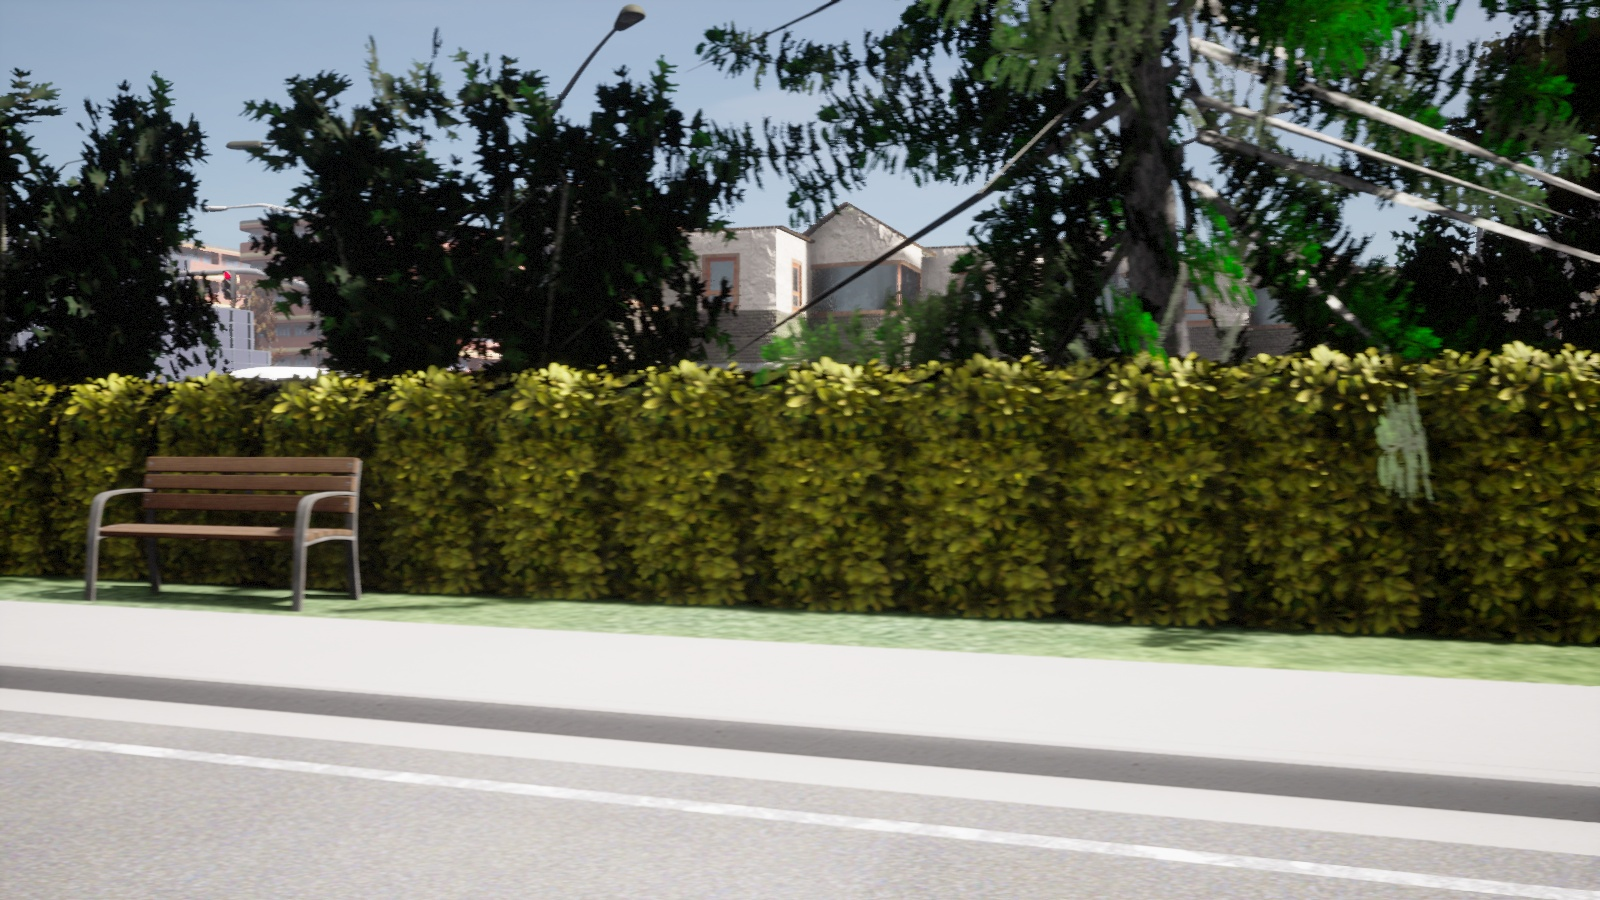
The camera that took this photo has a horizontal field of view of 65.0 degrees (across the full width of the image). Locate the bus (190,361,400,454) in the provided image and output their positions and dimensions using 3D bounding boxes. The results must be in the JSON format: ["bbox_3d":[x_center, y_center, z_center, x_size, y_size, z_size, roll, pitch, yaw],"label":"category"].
[{"bbox_3d":[-24.942,-2.193,62.925,3.944,4.253,10.273,1,3,19],"label":"bus"}]
